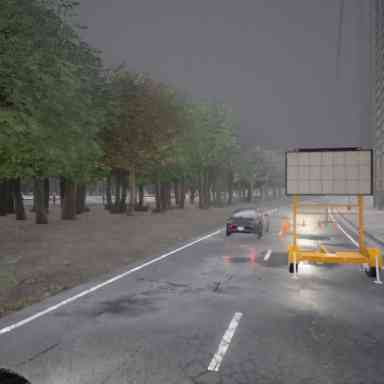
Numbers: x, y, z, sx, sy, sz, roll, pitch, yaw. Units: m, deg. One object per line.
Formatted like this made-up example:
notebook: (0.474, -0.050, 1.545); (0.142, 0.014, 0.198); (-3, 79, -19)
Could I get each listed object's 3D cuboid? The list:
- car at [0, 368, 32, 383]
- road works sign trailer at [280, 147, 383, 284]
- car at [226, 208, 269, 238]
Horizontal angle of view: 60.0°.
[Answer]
car: (-2.404, 1.563, 0.996); (1.994, 1.385, 4.181); (0, 0, 17)
road works sign trailer: (3.998, 0.503, 9.904); (2.380, 3.560, 2.880); (0, 0, 12)
car: (3.100, 1.611, 18.266); (1.812, 1.442, 4.674); (0, 0, 19)
